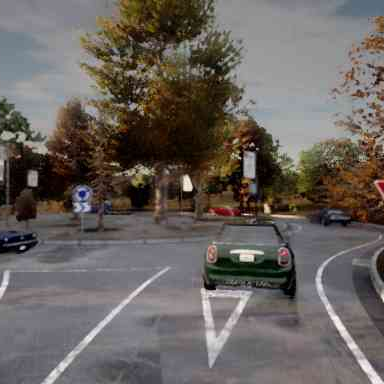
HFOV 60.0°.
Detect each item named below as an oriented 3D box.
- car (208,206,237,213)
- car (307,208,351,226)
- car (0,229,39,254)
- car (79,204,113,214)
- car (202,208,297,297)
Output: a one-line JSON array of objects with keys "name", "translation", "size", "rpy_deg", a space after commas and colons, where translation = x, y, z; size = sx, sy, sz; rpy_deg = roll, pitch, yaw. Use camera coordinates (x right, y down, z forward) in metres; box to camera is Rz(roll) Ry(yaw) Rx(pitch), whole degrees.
[{"name": "car", "translation": [4.410, 2.452, 42.830], "size": [4.718, 1.301, 1.895], "rpy_deg": [-1, -2, 37]}, {"name": "car", "translation": [11.590, 2.103, 28.475], "size": [2.033, 1.411, 5.357], "rpy_deg": [0, -1, 0]}, {"name": "car", "translation": [-8.586, 1.825, 13.163], "size": [4.718, 1.301, 1.895], "rpy_deg": [0, -1, 13]}, {"name": "car", "translation": [-12.962, 2.170, 43.967], "size": [5.008, 1.535, 1.882], "rpy_deg": [1, -2, -25]}, {"name": "car", "translation": [1.728, 1.496, 9.278], "size": [2.097, 1.767, 4.553], "rpy_deg": [0, -1, 15]}]
